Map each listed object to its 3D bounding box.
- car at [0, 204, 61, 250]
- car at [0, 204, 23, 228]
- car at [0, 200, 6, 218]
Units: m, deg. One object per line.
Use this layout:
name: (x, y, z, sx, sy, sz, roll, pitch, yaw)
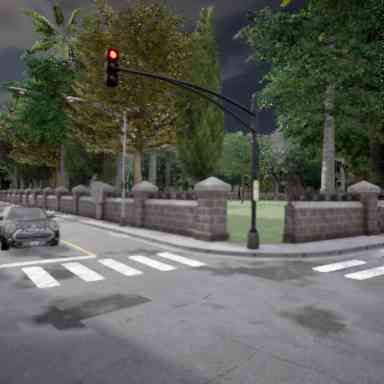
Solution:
car: (-7.293, 1.382, 14.607, 2.097, 1.767, 4.553, 1, -1, -34)
car: (-12.978, 1.594, 22.671, 1.994, 1.385, 4.181, 1, -1, -35)
car: (-18.967, 1.521, 31.137, 2.128, 1.511, 4.902, 1, -1, -35)
